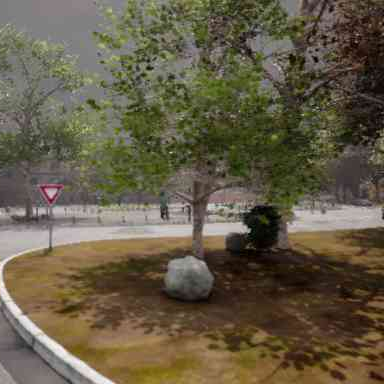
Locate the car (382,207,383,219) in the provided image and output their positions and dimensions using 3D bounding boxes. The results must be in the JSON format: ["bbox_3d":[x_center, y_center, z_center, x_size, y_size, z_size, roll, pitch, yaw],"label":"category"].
[{"bbox_3d":[17.911,1.596,28.529,4.902,1.511,2.128,0,0,-43],"label":"car"}]

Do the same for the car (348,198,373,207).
[{"bbox_3d":[28.731,1.796,56.768,2.033,1.411,5.357,0,0,0],"label":"car"}]
